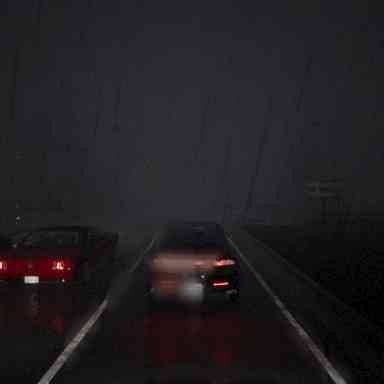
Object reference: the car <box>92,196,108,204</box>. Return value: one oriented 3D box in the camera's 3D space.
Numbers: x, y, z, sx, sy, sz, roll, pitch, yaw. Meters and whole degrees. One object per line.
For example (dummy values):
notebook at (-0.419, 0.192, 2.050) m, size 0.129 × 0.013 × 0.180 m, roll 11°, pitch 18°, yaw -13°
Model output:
car at (-18.445, 1.500, 66.991) m, size 1.837 × 1.490 × 4.892 m, roll 0°, pitch 0°, yaw 0°

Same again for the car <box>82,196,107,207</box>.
car at (-15.048, 1.352, 51.864) m, size 2.097 × 1.767 × 4.553 m, roll 0°, pitch 0°, yaw 0°

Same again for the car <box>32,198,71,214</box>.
car at (-15.071, 1.564, 35.915) m, size 1.994 × 1.385 × 4.181 m, roll 0°, pitch 0°, yaw 0°

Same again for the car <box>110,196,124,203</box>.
car at (-14.955, 1.561, 66.293) m, size 1.994 × 1.385 × 4.181 m, roll 0°, pitch 0°, yaw 0°

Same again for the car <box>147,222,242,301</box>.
car at (0.064, 1.492, 8.291) m, size 2.128 × 1.511 × 4.902 m, roll 0°, pitch 0°, yaw 1°

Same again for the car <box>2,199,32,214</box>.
car at (-18.571, 1.525, 36.058) m, size 1.812 × 1.442 × 4.674 m, roll 0°, pitch 0°, yaw 0°

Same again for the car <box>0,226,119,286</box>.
car at (-3.427, 1.601, 9.379) m, size 1.895 × 1.301 × 4.718 m, roll 0°, pitch 0°, yaw 0°

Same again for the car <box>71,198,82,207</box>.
car at (-18.547, 1.601, 51.978) m, size 1.895 × 1.301 × 4.718 m, roll 0°, pitch 0°, yaw 0°
